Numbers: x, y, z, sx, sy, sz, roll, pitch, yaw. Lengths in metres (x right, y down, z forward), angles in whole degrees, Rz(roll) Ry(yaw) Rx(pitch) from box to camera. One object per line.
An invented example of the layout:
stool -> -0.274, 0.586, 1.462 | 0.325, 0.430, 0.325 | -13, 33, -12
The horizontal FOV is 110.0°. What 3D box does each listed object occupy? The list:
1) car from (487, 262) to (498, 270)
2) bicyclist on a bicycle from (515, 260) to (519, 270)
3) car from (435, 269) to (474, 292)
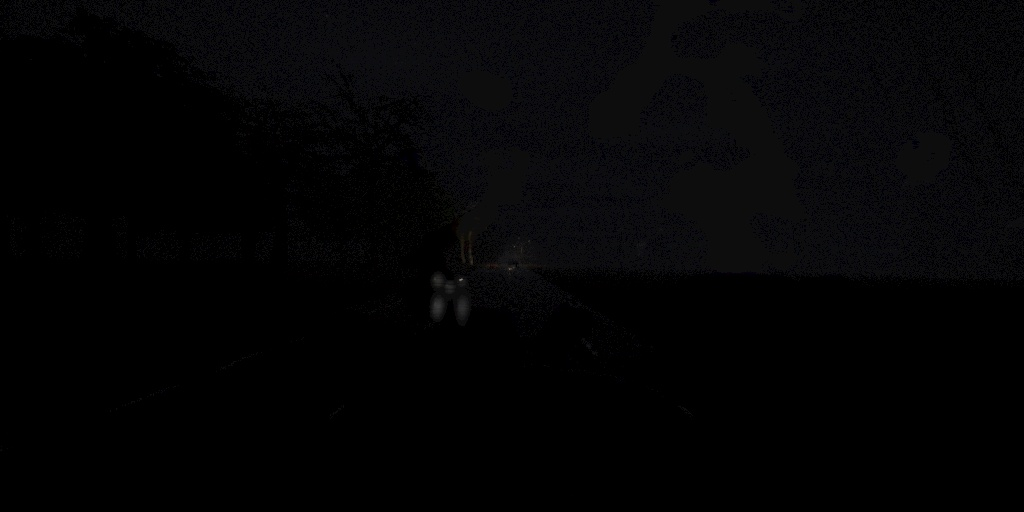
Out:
car -> -3.496, 1.754, 64.765 | 1.882, 1.535, 5.008 | 0, 0, 0
bicyclist on a bicycle -> 0.979, 1.724, 63.541 | 0.582, 1.620, 1.656 | 0, -1, 0
car -> -3.593, 1.535, 23.020 | 1.895, 1.301, 4.718 | 0, -1, 0
